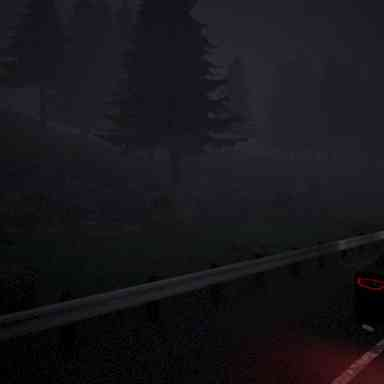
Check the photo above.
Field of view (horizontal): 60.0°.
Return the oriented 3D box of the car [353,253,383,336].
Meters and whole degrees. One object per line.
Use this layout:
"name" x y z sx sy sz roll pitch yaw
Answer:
"car" 4.632 1.483 5.860 5.008 1.535 1.882 0 0 -42
